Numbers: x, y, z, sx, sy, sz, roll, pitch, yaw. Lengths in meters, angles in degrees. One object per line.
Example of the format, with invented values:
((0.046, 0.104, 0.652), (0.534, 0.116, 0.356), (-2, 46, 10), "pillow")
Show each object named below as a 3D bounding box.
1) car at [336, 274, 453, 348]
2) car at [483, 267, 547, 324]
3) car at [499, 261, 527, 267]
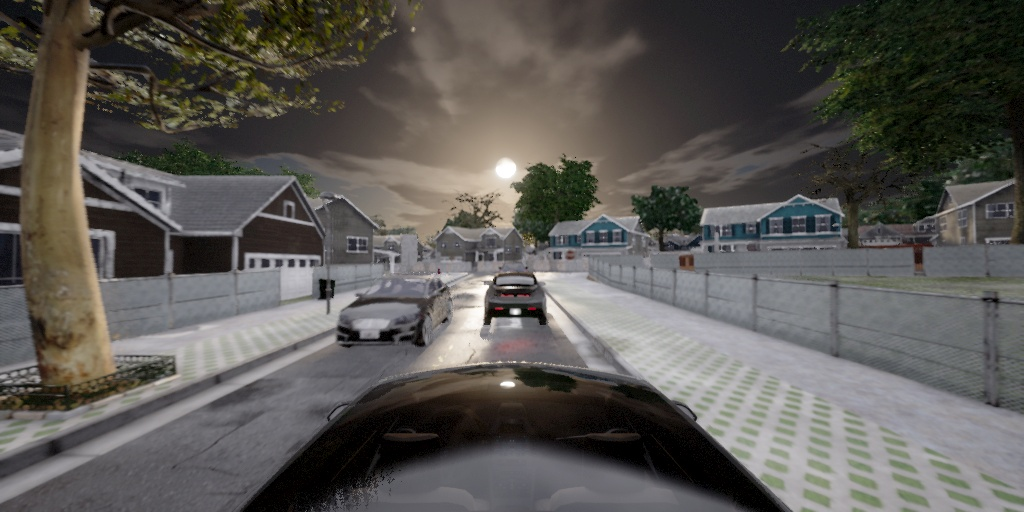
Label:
((-2.755, 1.251, 9.384), (2.128, 1.511, 4.902), (0, 0, 0), "car")
((0.094, 1.266, 11.978), (1.837, 1.490, 4.892), (0, -1, 0), "car")
((0.088, 1.134, 25.355), (2.097, 1.767, 4.553), (0, 0, 0), "car")
